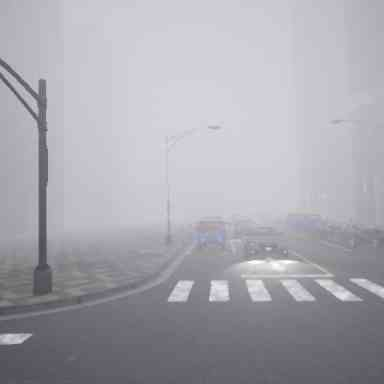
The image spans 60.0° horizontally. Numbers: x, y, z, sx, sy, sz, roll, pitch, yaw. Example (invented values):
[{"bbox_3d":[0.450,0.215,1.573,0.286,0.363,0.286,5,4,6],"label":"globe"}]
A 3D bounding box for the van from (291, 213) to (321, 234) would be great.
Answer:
[{"bbox_3d":[10.730,2.874,30.800,1.690,1.788,3.998,-2,-3,5],"label":"van"}]

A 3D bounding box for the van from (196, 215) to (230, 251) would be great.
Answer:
[{"bbox_3d":[1.226,2.514,20.254,1.690,1.788,3.998,-2,-3,5],"label":"van"}]

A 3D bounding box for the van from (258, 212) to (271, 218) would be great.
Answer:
[{"bbox_3d":[13.269,4.491,59.027,1.690,1.788,3.998,-2,-3,5],"label":"van"}]

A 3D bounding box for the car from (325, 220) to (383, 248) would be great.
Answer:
[{"bbox_3d":[9.720,2.443,19.495,2.008,1.369,4.403,-2,-3,5],"label":"car"}]

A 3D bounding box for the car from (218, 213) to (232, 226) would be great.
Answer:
[{"bbox_3d":[1.734,2.808,25.901,2.192,1.841,5.009,-2,-3,5],"label":"car"}]

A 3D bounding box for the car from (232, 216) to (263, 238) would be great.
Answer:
[{"bbox_3d":[4.665,3.103,28.693,1.812,1.442,4.674,-2,-3,5],"label":"car"}]

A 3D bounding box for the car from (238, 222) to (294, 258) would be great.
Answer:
[{"bbox_3d":[3.603,2.473,16.907,1.994,1.385,4.181,-2,-3,5],"label":"car"}]

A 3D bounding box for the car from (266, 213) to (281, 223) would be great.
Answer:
[{"bbox_3d":[12.260,4.083,47.721,1.802,1.307,4.206,-2,-3,5],"label":"car"}]

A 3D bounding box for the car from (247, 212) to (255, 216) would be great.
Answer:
[{"bbox_3d":[15.808,6.085,87.256,2.192,1.841,5.009,-2,-3,5],"label":"car"}]

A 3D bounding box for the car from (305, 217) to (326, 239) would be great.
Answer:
[{"bbox_3d":[10.229,2.794,25.140,1.802,1.307,4.206,-2,-3,5],"label":"car"}]

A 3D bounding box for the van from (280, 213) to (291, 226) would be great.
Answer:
[{"bbox_3d":[11.237,3.196,36.445,1.690,1.788,3.998,-2,-3,5],"label":"van"}]

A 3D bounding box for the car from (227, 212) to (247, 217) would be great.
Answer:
[{"bbox_3d":[6.562,4.086,48.995,2.097,1.767,4.553,-2,-3,5],"label":"car"}]

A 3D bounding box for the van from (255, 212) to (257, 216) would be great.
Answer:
[{"bbox_3d":[13.777,4.815,64.673,1.690,1.788,3.998,-2,-3,5],"label":"van"}]

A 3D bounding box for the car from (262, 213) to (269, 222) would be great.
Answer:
[{"bbox_3d":[12.768,4.407,53.367,1.802,1.307,4.206,-2,-3,5],"label":"car"}]

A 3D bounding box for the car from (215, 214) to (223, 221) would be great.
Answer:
[{"bbox_3d":[6.295,5.917,76.528,1.752,1.417,4.829,-2,-3,5],"label":"car"}]

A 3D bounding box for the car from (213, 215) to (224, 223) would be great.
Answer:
[{"bbox_3d":[5.295,5.304,65.405,2.008,1.369,4.403,-2,-3,5],"label":"car"}]

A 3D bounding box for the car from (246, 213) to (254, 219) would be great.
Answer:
[{"bbox_3d":[16.337,6.630,93.058,1.752,1.417,4.829,-2,-3,5],"label":"car"}]
